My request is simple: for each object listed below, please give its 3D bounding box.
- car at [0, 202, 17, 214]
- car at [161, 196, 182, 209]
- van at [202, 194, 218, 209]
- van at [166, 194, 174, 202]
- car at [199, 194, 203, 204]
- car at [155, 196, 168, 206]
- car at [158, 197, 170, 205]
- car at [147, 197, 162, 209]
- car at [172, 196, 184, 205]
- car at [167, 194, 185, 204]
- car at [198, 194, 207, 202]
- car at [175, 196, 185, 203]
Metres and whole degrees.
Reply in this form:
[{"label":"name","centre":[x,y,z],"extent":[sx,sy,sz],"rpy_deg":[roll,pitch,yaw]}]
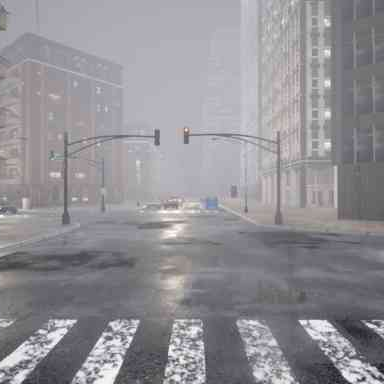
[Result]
[{"label":"car","centre":[-21.071,1.789,36.702],"extent":[4.718,1.301,1.895],"rpy_deg":[-1,-1,41]},{"label":"car","centre":[-2.737,1.644,45.127],"extent":[1.895,1.301,4.718],"rpy_deg":[0,0,0]},{"label":"van","centre":[2.663,1.386,45.982],"extent":[1.690,1.788,3.998],"rpy_deg":[0,0,0]},{"label":"van","centre":[-5.150,1.474,79.311],"extent":[1.690,1.788,3.998],"rpy_deg":[0,0,0]},{"label":"car","centre":[2.707,1.644,68.191],"extent":[1.887,1.381,4.507],"rpy_deg":[0,0,0]},{"label":"car","centre":[-5.196,1.510,57.103],"extent":[1.967,1.590,4.097],"rpy_deg":[0,0,0]},{"label":"car","centre":[-5.185,1.650,62.655],"extent":[1.947,1.339,4.313],"rpy_deg":[0,0,0]},{"label":"car","centre":[-5.219,1.570,45.828],"extent":[1.752,1.417,4.829],"rpy_deg":[0,0,0]},{"label":"car","centre":[-2.666,1.580,64.093],"extent":[2.128,1.511,4.902],"rpy_deg":[0,0,1]},{"label":"car","centre":[-2.713,1.415,54.253],"extent":[2.097,1.767,4.553],"rpy_deg":[0,0,0]},{"label":"car","centre":[2.739,1.467,84.850],"extent":[2.192,1.841,5.009],"rpy_deg":[0,0,0]},{"label":"car","centre":[-2.599,1.669,73.975],"extent":[1.994,1.385,4.181],"rpy_deg":[0,0,0]}]
